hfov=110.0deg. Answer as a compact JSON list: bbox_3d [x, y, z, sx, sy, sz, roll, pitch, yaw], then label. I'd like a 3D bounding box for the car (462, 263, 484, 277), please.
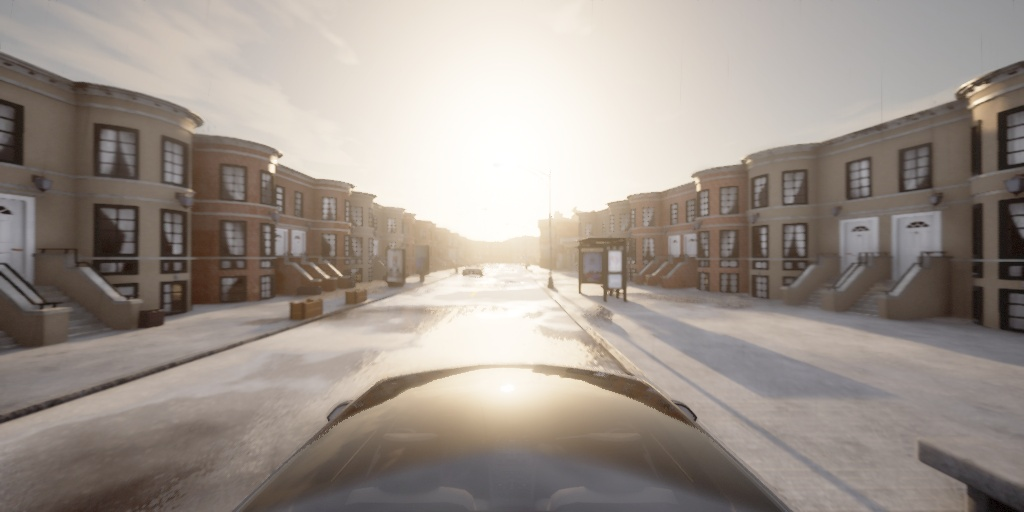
[{"bbox_3d":[-4.061,1.486,38.154,1.994,1.385,4.181,0,0,0],"label":"car"}]
